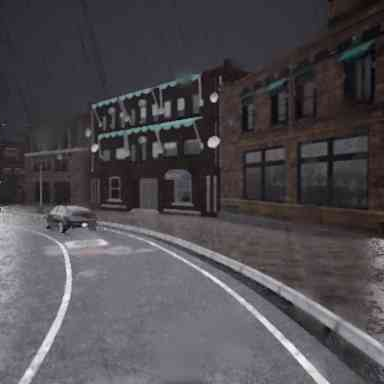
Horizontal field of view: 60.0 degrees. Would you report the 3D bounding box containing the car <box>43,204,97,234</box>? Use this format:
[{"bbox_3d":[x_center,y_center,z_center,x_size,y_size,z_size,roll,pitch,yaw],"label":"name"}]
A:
[{"bbox_3d":[-7.125,1.468,19.252,1.837,1.490,4.892,0,0,-39],"label":"car"}]
